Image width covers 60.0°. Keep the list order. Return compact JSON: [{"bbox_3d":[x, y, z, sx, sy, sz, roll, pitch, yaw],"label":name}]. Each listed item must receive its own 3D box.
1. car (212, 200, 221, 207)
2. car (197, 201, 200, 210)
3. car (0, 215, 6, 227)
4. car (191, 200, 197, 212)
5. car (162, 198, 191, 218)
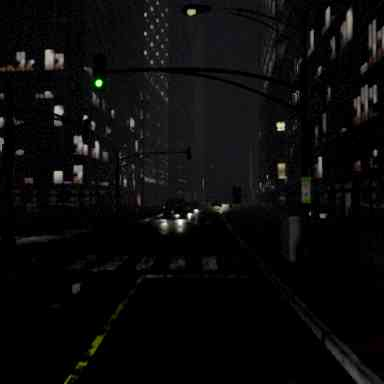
[{"bbox_3d":[5.249,2.365,70.873,2.033,1.411,5.357,0,-1,9],"label":"car"},{"bbox_3d":[0.220,2.174,55.904,1.837,1.490,4.892,0,-1,7],"label":"car"},{"bbox_3d":[-16.641,2.186,25.666,4.403,1.369,2.008,-1,0,9],"label":"car"},{"bbox_3d":[-0.860,2.033,45.665,1.882,1.535,5.008,0,-1,6],"label":"car"},{"bbox_3d":[-1.716,1.661,35.629,2.150,2.045,5.566,0,-1,5],"label":"car"}]
